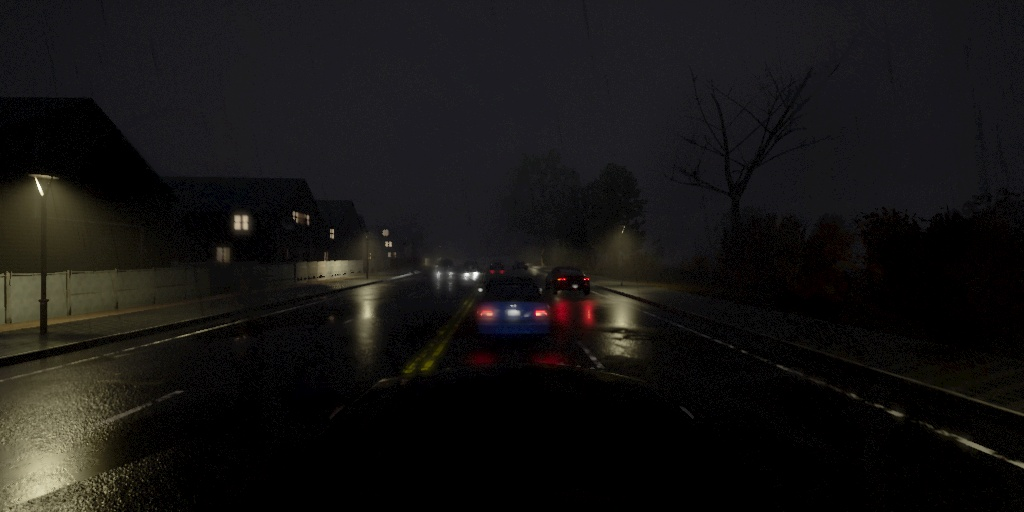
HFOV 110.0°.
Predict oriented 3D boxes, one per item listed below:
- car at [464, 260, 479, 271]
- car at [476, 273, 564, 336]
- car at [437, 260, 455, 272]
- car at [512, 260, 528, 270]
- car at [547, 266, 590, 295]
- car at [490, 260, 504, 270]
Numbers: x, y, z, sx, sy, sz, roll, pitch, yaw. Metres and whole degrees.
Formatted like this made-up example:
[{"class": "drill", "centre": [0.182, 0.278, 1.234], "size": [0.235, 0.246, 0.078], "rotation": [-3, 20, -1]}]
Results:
[{"class": "car", "centre": [-5.310, 1.220, 47.307], "size": [2.128, 1.511, 4.902], "rotation": [0, 0, -3]}, {"class": "car", "centre": [-0.016, 1.298, 10.352], "size": [2.033, 1.411, 5.357], "rotation": [0, 0, -1]}, {"class": "car", "centre": [-8.501, 1.231, 46.222], "size": [1.837, 1.490, 4.892], "rotation": [0, -1, -3]}, {"class": "car", "centre": [1.107, 1.296, 51.145], "size": [1.994, 1.385, 4.181], "rotation": [0, 0, -4]}, {"class": "car", "centre": [2.954, 1.276, 19.529], "size": [1.812, 1.442, 4.674], "rotation": [0, 0, -2]}, {"class": "car", "centre": [-2.188, 1.252, 51.724], "size": [1.812, 1.442, 4.674], "rotation": [0, 0, -3]}]
